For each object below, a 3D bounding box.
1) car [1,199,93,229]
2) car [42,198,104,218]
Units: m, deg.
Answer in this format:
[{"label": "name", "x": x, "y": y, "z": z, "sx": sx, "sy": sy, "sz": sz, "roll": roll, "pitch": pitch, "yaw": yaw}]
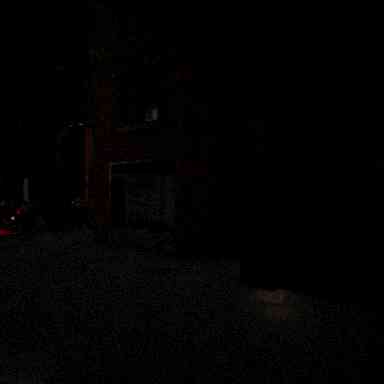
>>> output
[{"label": "car", "x": -8.379, "y": 1.268, "z": 20.220, "sx": 1.882, "sy": 1.535, "sz": 5.008, "roll": 0, "pitch": 1, "yaw": 36}, {"label": "car", "x": -9.903, "y": 1.256, "z": 28.087, "sx": 1.752, "sy": 1.417, "sz": 4.829, "roll": 1, "pitch": 1, "yaw": 36}]
